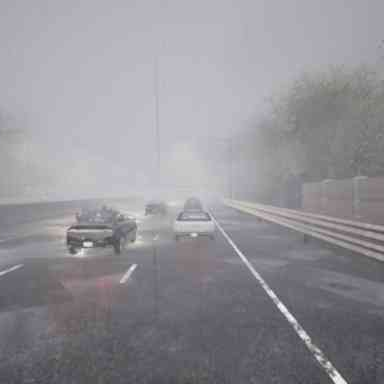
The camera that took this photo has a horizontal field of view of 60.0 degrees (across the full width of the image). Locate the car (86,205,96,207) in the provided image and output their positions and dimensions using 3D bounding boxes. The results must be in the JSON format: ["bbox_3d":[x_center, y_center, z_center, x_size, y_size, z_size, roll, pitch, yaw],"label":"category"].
[{"bbox_3d":[-6.896,1.608,24.593,1.895,1.301,4.718,0,0,0],"label":"car"}]

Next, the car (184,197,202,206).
[{"bbox_3d":[0.097,1.372,39.888,2.097,1.767,4.553,0,0,0],"label":"car"}]

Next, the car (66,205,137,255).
[{"bbox_3d":[-3.399,1.494,13.306,2.128,1.511,4.902,0,0,0],"label":"car"}]

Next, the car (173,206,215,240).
[{"bbox_3d":[0.102,1.605,16.976,1.895,1.301,4.718,0,0,0],"label":"car"}]

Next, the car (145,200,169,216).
[{"bbox_3d":[-3.398,1.491,32.771,1.882,1.535,5.008,0,0,0],"label":"car"}]
